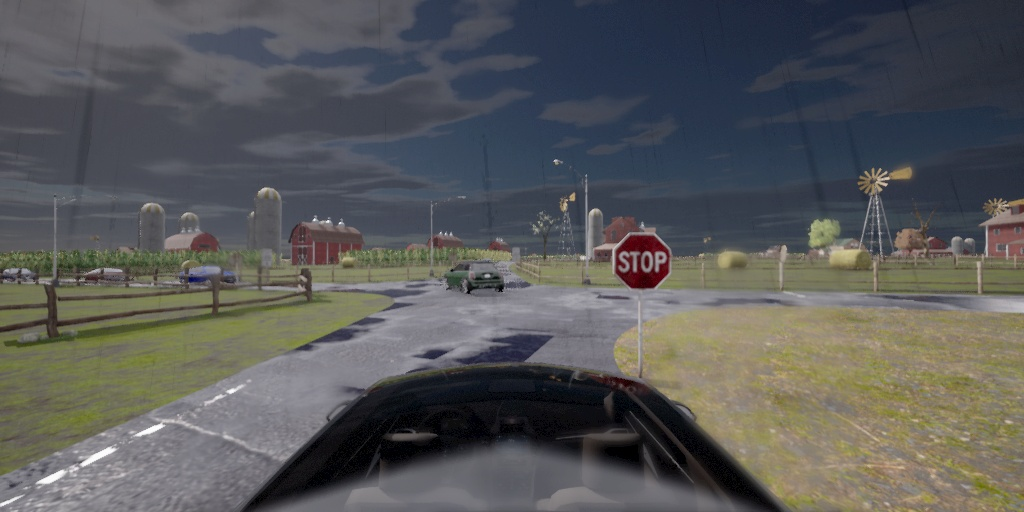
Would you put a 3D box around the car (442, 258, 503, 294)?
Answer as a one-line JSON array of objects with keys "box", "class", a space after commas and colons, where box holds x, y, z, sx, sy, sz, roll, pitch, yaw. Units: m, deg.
[{"box": [-2.312, 1.086, 20.060, 2.097, 1.767, 4.553, -1, -1, -29], "class": "car"}]

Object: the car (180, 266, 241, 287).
[{"box": [-22.897, 1.528, 27.265, 5.008, 1.535, 1.882, -1, -1, 21], "class": "car"}]

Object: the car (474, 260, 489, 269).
[{"box": [-4.996, 1.319, 59.270, 2.033, 1.411, 5.357, 0, 0, -1], "class": "car"}]

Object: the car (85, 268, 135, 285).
[{"box": [-36.564, 1.799, 32.548, 4.674, 1.442, 1.812, -1, -1, 21], "class": "car"}]
